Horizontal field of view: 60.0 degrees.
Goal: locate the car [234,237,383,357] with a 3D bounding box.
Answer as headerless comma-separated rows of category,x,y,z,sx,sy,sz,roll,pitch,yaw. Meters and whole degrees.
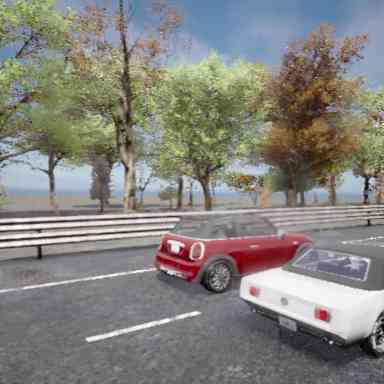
car,3.216,1.607,6.025,4.718,1.301,1.895,0,0,-34

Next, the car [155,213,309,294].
car,1.368,1.346,8.989,4.553,1.767,2.097,0,0,-34
